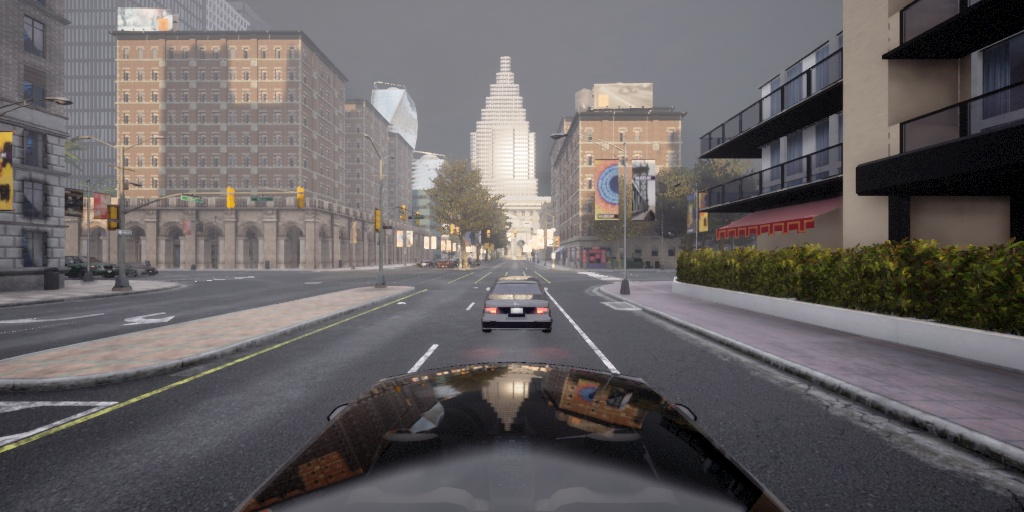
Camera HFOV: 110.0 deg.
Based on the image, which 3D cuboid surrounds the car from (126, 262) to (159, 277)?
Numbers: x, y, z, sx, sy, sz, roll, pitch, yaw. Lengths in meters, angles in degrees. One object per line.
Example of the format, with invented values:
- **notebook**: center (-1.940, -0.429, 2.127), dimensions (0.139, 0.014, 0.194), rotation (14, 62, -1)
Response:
- **car**: center (-36.827, 1.313, 34.568), dimensions (4.181, 1.385, 1.994), rotation (0, 0, 0)

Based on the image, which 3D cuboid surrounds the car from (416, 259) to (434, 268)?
- **car**: center (-14.518, 1.241, 61.552), dimensions (2.128, 1.511, 4.902), rotation (0, 0, 1)

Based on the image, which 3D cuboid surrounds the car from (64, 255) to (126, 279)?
- **car**: center (-37.601, 0.967, 31.067), dimensions (5.566, 2.045, 2.150), rotation (1, 0, 0)

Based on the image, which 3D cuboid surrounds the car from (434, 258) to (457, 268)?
- **car**: center (-11.048, 1.102, 59.666), dimensions (2.097, 1.767, 4.553), rotation (0, 0, 1)

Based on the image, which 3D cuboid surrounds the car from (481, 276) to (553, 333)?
- **car**: center (0.146, 1.297, 10.736), dimensions (2.033, 1.411, 5.357), rotation (0, 0, 1)
